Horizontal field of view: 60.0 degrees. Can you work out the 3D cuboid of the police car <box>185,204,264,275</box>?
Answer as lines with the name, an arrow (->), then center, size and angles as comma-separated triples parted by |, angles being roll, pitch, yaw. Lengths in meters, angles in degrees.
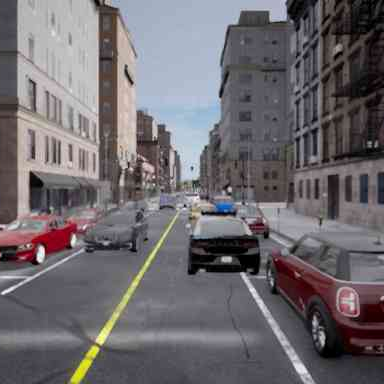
police car -> 0.820, 1.389, 10.474 | 1.930, 1.638, 5.238 | 0, 0, 0

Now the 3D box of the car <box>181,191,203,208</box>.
car -> -0.013, 1.049, 45.847 | 2.150, 2.045, 5.566 | 0, 0, 0

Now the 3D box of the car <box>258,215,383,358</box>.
car -> 2.633, 1.419, 5.995 | 1.967, 1.590, 4.097 | 0, 0, 0

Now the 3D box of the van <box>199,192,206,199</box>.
van -> 2.658, 1.017, 87.139 | 1.690, 1.788, 3.998 | 0, 0, 0

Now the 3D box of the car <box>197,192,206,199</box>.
car -> 2.651, 0.970, 92.545 | 2.192, 1.841, 5.009 | 0, 0, 0

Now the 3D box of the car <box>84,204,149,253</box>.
car -> -2.856, 1.457, 13.464 | 1.837, 1.490, 4.892 | 0, 0, 0

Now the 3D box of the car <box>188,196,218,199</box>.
car -> 0.815, 1.361, 26.554 | 1.801, 1.575, 5.366 | 0, 0, 0

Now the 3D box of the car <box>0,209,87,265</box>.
car -> -5.393, 1.504, 11.503 | 1.887, 1.381, 4.507 | 0, 0, 0

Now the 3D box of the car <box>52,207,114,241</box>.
car -> -5.395, 1.522, 17.014 | 1.802, 1.307, 4.206 | 0, 0, 0

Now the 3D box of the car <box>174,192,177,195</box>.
car -> -5.433, 1.242, 81.729 | 1.887, 1.381, 4.507 | 0, 0, 0

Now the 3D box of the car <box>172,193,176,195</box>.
car -> -5.433, 1.284, 76.323 | 1.947, 1.339, 4.313 | 0, 0, 0

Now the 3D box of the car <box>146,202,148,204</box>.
car -> -5.401, 1.446, 33.547 | 1.947, 1.339, 4.313 | 0, 0, 0

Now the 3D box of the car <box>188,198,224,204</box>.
car -> 0.817, 1.383, 20.554 | 1.801, 1.575, 5.366 | 0, 0, 0

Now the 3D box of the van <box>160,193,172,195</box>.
van -> -5.432, 1.101, 65.510 | 1.690, 1.788, 3.998 | 0, 0, 0

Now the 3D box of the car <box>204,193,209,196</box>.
car -> 2.624, 1.195, 33.549 | 2.192, 1.841, 5.009 | 0, 0, 0

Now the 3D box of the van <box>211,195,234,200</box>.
van -> 2.626, 1.242, 28.038 | 1.690, 1.788, 3.998 | 0, 0, 0

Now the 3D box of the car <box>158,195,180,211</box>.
car -> -2.764, 1.434, 38.364 | 2.033, 1.411, 5.357 | 0, 0, 0

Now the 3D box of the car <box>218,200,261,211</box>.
car -> 2.630, 1.380, 17.017 | 1.967, 1.590, 4.097 | 0, 0, 0

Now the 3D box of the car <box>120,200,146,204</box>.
car -> -5.399, 1.445, 28.036 | 1.887, 1.381, 4.507 | 0, 0, 0
